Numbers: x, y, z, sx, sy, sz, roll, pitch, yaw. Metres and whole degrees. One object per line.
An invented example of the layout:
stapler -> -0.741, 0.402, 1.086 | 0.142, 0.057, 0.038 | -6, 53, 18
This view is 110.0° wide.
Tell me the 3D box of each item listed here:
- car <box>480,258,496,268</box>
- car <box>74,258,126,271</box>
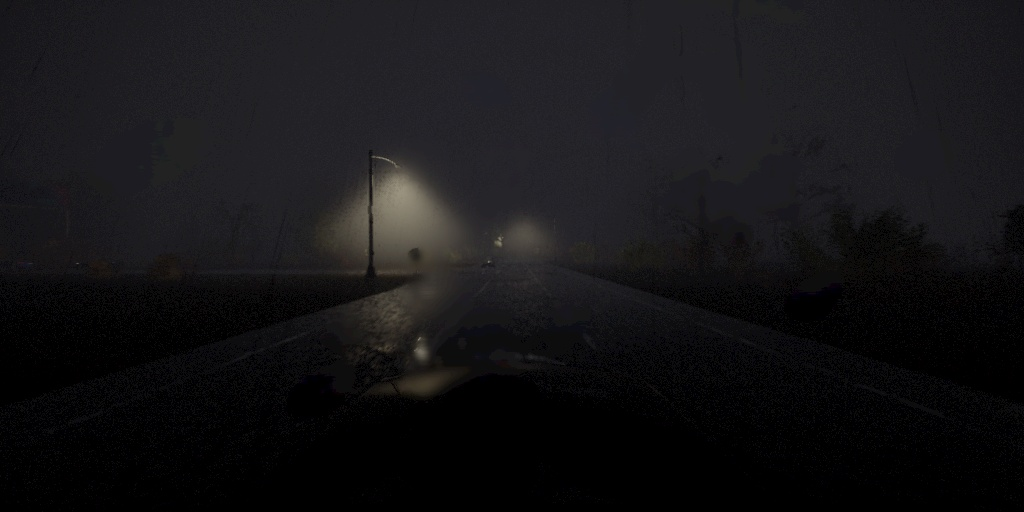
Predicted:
car -> -3.168, 0.923, 48.860 | 2.033, 1.411, 5.357 | 0, 1, 0
car -> -48.374, 0.953, 42.141 | 4.902, 1.511, 2.128 | 0, 0, 2
